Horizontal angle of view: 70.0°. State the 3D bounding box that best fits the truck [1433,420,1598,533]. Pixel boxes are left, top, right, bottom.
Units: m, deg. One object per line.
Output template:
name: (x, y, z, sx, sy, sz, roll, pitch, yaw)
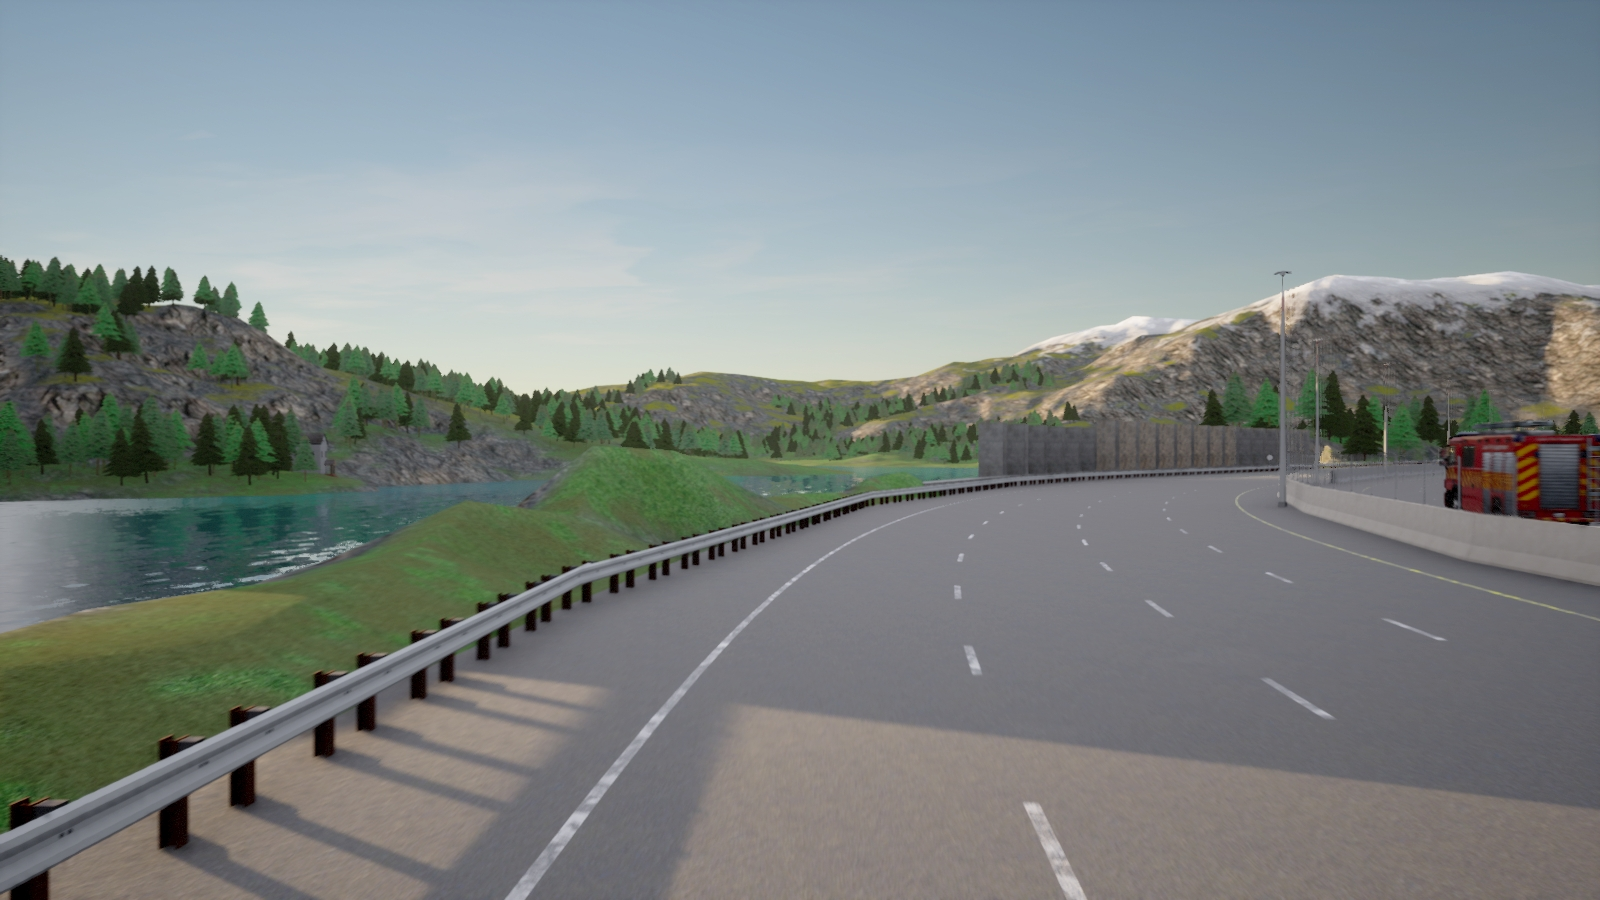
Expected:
truck: (26.746, 0.908, 43.216, 2.891, 3.827, 8.468, 0, 0, 15)
